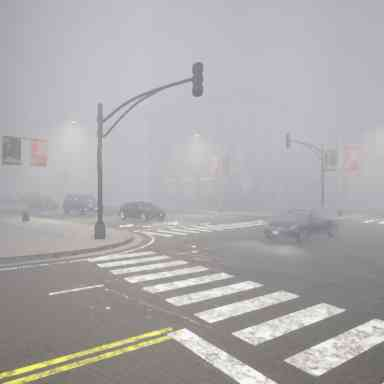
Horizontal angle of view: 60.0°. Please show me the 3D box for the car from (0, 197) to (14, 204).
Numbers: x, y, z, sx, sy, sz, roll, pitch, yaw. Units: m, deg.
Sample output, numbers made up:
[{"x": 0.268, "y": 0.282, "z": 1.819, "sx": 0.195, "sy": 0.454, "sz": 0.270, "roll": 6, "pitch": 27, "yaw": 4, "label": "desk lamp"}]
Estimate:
[{"x": -33.616, "y": 1.532, "z": 61.001, "sx": 1.994, "sy": 1.385, "sz": 4.181, "roll": 0, "pitch": 0, "yaw": -45, "label": "car"}]

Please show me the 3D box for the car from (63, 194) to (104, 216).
[{"x": -11.021, "y": 1.207, "z": 33.446, "sx": 2.150, "sy": 2.045, "sz": 5.566, "roll": 0, "pitch": 0, "yaw": -45, "label": "car"}]

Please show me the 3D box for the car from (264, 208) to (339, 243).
[{"x": 5.446, "y": 1.527, "z": 16.202, "sx": 4.674, "sy": 1.442, "sz": 1.812, "roll": 0, "pitch": 0, "yaw": -41, "label": "car"}]

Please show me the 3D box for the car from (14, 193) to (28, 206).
[{"x": -26.039, "y": 1.198, "z": 53.402, "sx": 5.566, "sy": 2.045, "sz": 2.150, "roll": 0, "pitch": 0, "yaw": 45, "label": "car"}]

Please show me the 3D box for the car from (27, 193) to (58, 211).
[{"x": -18.109, "y": 1.333, "z": 40.569, "sx": 2.097, "sy": 1.767, "sz": 4.553, "roll": 0, "pitch": 0, "yaw": -45, "label": "car"}]

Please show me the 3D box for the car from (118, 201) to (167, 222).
[{"x": -4.013, "y": 1.495, "z": 26.412, "sx": 1.837, "sy": 1.490, "sz": 4.892, "roll": 0, "pitch": 0, "yaw": -44, "label": "car"}]
